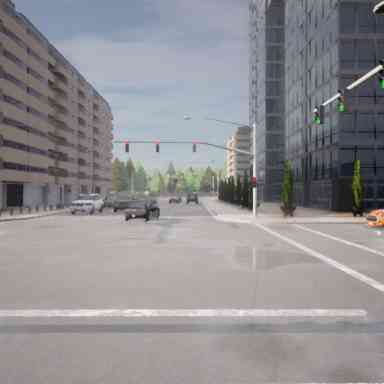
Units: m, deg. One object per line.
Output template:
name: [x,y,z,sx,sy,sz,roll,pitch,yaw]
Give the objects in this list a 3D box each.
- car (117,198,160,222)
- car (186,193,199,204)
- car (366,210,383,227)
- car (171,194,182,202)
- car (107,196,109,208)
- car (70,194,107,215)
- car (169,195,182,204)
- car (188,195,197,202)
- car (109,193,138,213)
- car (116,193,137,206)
car: [-3.884,1.502,26.514,2.128,1.511,4.902,0,1,8]
car: [0.062,1.221,63.825,2.150,2.045,5.566,0,0,1]
car: [13.579,1.407,21.101,4.553,1.767,2.097,0,0,0]
car: [-3.410,1.355,74.261,2.097,1.767,4.553,0,0,1]
car: [-10.867,1.352,44.784,2.097,1.767,4.553,0,0,1]
car: [-10.928,1.221,34.940,2.150,2.045,5.566,0,0,-1]
car: [-3.432,1.526,64.244,1.812,1.442,4.674,0,0,1]
car: [0.098,1.500,74.538,1.837,1.490,4.892,0,0,1]
car: [-7.419,1.221,38.114,2.150,2.045,5.566,0,0,1]
car: [-10.736,1.221,54.985,2.150,2.045,5.566,0,0,1]
